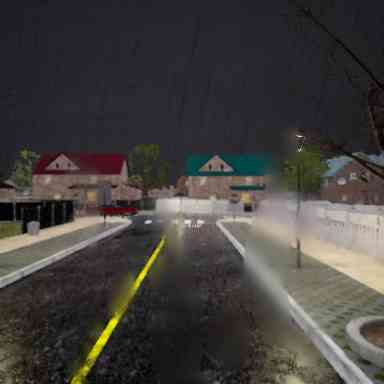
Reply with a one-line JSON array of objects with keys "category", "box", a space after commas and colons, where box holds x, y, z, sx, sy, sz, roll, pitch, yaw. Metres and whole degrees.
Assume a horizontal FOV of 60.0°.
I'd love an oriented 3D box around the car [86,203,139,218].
[{"category": "car", "box": [-7.413, 1.704, 31.442, 4.718, 1.301, 1.895, 1, 0, 0]}]
